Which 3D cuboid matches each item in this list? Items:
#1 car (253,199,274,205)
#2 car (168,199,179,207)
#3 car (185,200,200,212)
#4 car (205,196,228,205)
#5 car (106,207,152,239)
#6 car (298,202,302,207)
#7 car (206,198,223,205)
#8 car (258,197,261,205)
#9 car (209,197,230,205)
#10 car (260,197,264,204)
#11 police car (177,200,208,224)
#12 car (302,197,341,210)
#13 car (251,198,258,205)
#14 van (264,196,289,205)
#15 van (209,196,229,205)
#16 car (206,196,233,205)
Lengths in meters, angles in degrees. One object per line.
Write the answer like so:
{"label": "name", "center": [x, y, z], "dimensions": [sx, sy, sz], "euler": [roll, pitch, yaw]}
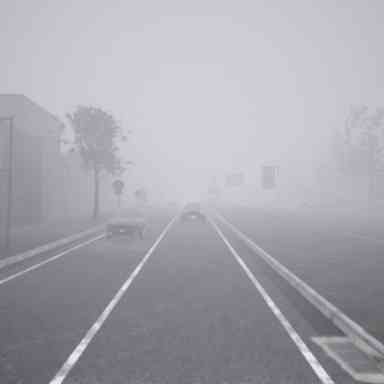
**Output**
{"label": "car", "center": [18.416, 2.472, 85.668], "dimensions": [4.892, 1.521, 2.231], "euler": [0, -2, -1]}
{"label": "car", "center": [-3.292, 1.972, 60.658], "dimensions": [1.994, 1.385, 4.181], "euler": [0, -1, 0]}
{"label": "car", "center": [0.087, 1.821, 43.642], "dimensions": [1.812, 1.442, 4.674], "euler": [0, 0, 0]}
{"label": "car", "center": [6.198, 2.170, 84.408], "dimensions": [5.566, 2.045, 2.435], "euler": [0, -2, -1]}
{"label": "car", "center": [-3.349, 1.603, 18.385], "dimensions": [1.882, 1.535, 5.008], "euler": [0, 0, 0]}
{"label": "car", "center": [18.685, 1.831, 50.918], "dimensions": [4.674, 1.452, 2.002], "euler": [0, 0, 0]}
{"label": "car", "center": [6.125, 2.514, 90.353], "dimensions": [4.553, 1.767, 2.185], "euler": [0, -2, -1]}
{"label": "car", "center": [18.689, 2.201, 77.165], "dimensions": [5.366, 1.575, 1.946], "euler": [0, -2, 0]}
{"label": "car", "center": [6.282, 2.021, 75.180], "dimensions": [4.553, 1.767, 2.185], "euler": [0, -1, 0]}
{"label": "car", "center": [18.710, 2.131, 74.505], "dimensions": [5.366, 1.575, 1.946], "euler": [0, -1, 0]}
{"label": "police car", "center": [0.098, 1.683, 26.505], "dimensions": [2.038, 1.542, 4.974], "euler": [0, -1, 0]}
{"label": "car", "center": [18.755, 1.643, 47.749], "dimensions": [4.553, 1.767, 2.185], "euler": [0, 0, 0]}
{"label": "car", "center": [18.429, 2.122, 82.886], "dimensions": [5.566, 2.045, 2.435], "euler": [0, -2, -1]}
{"label": "van", "center": [18.430, 1.842, 71.715], "dimensions": [4.442, 1.987, 1.878], "euler": [0, -1, 0]}
{"label": "van", "center": [6.342, 2.005, 78.219], "dimensions": [4.442, 1.987, 1.878], "euler": [0, -2, 0]}
{"label": "car", "center": [6.089, 2.074, 72.258], "dimensions": [5.366, 1.575, 1.946], "euler": [0, -1, 0]}
